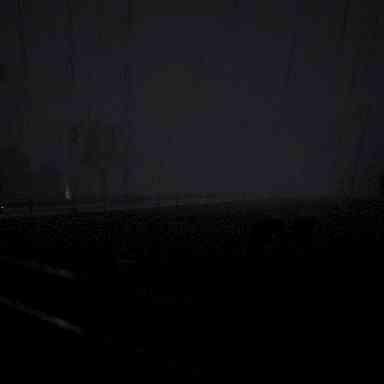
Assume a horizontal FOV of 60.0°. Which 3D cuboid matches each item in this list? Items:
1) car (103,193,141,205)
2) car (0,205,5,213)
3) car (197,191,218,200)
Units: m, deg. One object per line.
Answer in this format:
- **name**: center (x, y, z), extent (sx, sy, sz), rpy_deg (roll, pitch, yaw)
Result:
- **car**: center (-9.232, 0.892, 44.301), extent (2.033, 1.411, 5.357), rpy_deg (2, 2, 35)
- **car**: center (-17.584, 1.172, 26.326), extent (1.882, 1.535, 5.008), rpy_deg (2, 2, 35)
- **car**: center (2.919, 0.559, 61.254), extent (1.882, 1.535, 5.008), rpy_deg (2, 2, 35)
